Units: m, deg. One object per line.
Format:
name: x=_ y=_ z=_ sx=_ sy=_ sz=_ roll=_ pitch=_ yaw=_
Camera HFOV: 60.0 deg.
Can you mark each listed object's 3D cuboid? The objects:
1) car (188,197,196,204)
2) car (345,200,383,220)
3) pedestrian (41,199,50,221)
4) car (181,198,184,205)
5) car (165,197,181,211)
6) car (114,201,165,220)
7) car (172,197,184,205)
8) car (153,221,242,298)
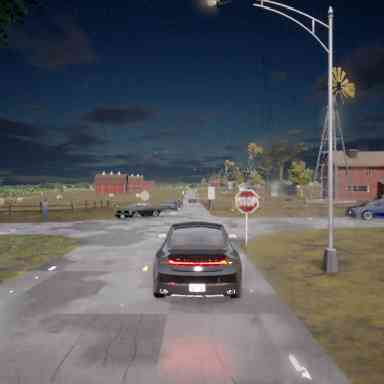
car: x=0.099 y=1.999 z=78.923 sx=1.812 sy=1.442 sz=4.674 roll=0 pitch=-1 yaw=0
car: x=13.532 y=1.267 z=24.345 sx=4.181 sy=1.385 sz=1.994 roll=-1 pitch=1 yaw=-2
pedestrian: x=-12.120 y=1.465 z=27.530 sx=0.375 sy=1.860 sz=0.375 roll=0 pitch=2 yaw=0
car: x=-2.766 y=1.729 z=52.437 sx=1.994 sy=1.385 sz=4.181 roll=0 pitch=0 yaw=0
car: x=-2.794 y=1.647 z=40.722 sx=1.994 sy=1.385 sz=4.181 roll=0 pitch=0 yaw=0
car: x=-4.548 y=1.640 z=28.397 sx=1.895 sy=1.301 sz=4.718 roll=0 pitch=0 yaw=25
car: x=-2.711 y=1.784 z=65.157 sx=2.128 sy=1.511 sz=4.902 roll=0 pitch=-1 yaw=1
car: x=0.139 y=1.507 z=8.506 sx=1.837 sy=1.490 sz=4.892 roll=0 pitch=0 yaw=1
